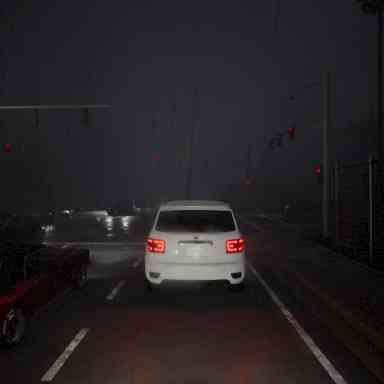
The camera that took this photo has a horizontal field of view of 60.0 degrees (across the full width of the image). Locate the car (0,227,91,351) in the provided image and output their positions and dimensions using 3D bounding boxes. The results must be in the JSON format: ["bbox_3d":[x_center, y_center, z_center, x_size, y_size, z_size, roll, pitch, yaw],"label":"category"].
[{"bbox_3d":[-3.433,1.601,6.147,1.895,1.301,4.718,0,0,1],"label":"car"}]

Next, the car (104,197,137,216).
[{"bbox_3d":[-7.049,1.559,33.231,1.812,1.442,4.674,0,0,0],"label":"car"}]

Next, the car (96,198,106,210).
[{"bbox_3d":[-10.662,1.491,42.209,2.128,1.511,4.902,0,0,3],"label":"car"}]

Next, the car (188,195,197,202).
[{"bbox_3d":[0.125,1.523,75.725,2.128,1.511,4.902,0,0,0],"label":"car"}]

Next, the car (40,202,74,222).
[{"bbox_3d":[-10.562,1.521,25.174,2.128,1.511,4.902,0,0,0],"label":"car"}]

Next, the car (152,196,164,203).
[{"bbox_3d":[-6.897,1.505,67.814,1.837,1.490,4.892,0,0,0],"label":"car"}]

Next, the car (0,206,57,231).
[{"bbox_3d":[-7.082,1.491,12.081,2.128,1.511,4.902,0,0,0],"label":"car"}]

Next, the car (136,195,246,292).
[{"bbox_3d":[0.087,1.221,9.072,2.150,2.045,5.566,0,0,0],"label":"car"}]

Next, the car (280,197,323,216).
[{"bbox_3d":[11.002,1.407,32.657,4.553,1.767,2.097,0,0,0],"label":"car"}]

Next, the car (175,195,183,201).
[{"bbox_3d":[-3.364,1.540,86.011,2.033,1.411,5.357,0,0,0],"label":"car"}]

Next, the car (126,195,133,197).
[{"bbox_3d":[-10.494,1.352,56.670,2.097,1.767,4.553,0,0,0],"label":"car"}]

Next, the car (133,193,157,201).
[{"bbox_3d":[-7.016,1.223,50.376,2.150,2.045,5.566,0,0,0],"label":"car"}]

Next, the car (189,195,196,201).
[{"bbox_3d":[0.136,1.524,86.128,1.812,1.442,4.674,0,0,0],"label":"car"}]
